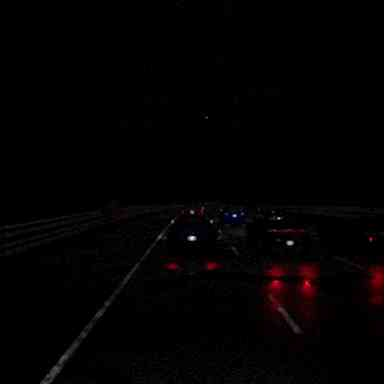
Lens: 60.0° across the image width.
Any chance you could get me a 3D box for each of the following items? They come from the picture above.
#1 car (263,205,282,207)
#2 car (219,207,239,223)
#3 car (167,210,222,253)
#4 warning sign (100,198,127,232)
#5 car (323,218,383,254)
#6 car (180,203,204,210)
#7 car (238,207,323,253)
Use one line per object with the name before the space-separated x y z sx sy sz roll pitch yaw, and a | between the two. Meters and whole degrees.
car | 7.004 1.915 29.320 1.837 1.490 4.892 0 -1 0
car | 3.504 1.972 29.338 1.994 1.385 4.181 0 -1 0
car | 0.004 1.702 14.285 1.994 1.385 4.181 0 -1 0
warning sign | -4.543 1.318 19.373 1.300 1.860 1.060 0 -1 0
car | 7.002 1.737 14.112 1.895 1.301 4.718 0 -1 0
car | 0.003 1.751 29.092 2.097 1.767 4.553 0 -2 0
car | 3.504 1.630 14.292 2.128 1.511 4.902 0 -1 0
